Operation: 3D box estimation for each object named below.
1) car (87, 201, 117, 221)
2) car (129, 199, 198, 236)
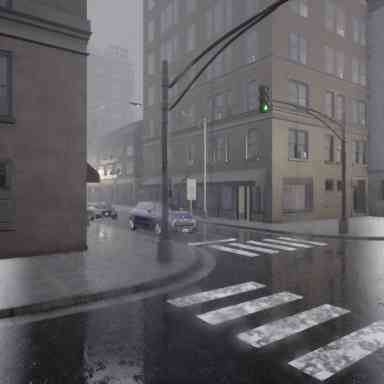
[{"bbox_3d":[-7.418,1.428,26.084,1.994,1.385,4.181,0,0,-35],"label":"car"},{"bbox_3d":[-1.624,1.269,17.977,2.097,1.767,4.553,0,0,-36],"label":"car"}]
